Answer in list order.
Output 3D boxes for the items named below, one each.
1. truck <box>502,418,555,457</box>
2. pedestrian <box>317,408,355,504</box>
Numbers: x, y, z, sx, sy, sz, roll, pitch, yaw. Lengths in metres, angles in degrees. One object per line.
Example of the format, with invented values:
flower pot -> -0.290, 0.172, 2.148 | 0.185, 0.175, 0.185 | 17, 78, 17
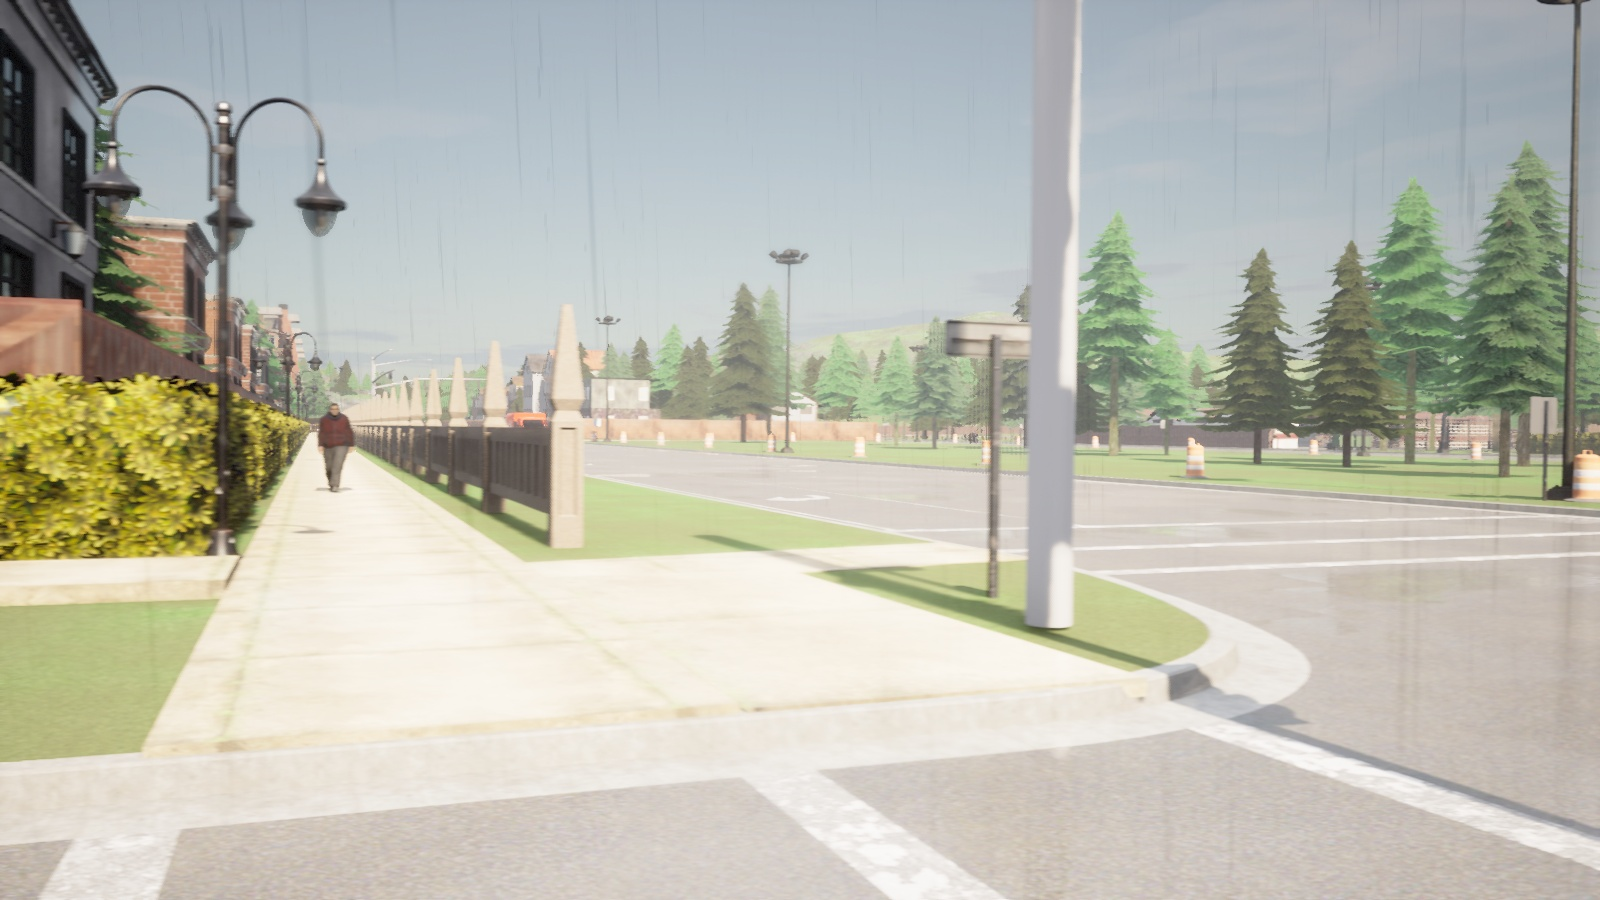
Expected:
truck -> -18.256, -0.862, 84.245 | 2.627, 2.467, 5.204 | -1, 1, -21
pedestrian -> -9.099, 0.104, 24.663 | 0.634, 1.844, 0.899 | -1, 1, -18
